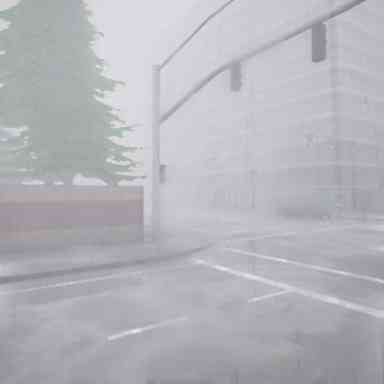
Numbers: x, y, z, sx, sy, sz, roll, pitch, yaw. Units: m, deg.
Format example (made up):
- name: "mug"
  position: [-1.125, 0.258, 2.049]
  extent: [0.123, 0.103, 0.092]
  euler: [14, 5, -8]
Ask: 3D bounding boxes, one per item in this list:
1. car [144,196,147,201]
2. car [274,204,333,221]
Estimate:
- name: "car"
  position: [-12.184, 1.640, 88.909]
  extent: [4.181, 1.385, 1.994]
  euler: [0, 0, -35]
- name: "car"
  position: [9.390, 1.679, 28.454]
  extent: [1.895, 1.301, 4.718]
  euler: [0, 0, -35]
